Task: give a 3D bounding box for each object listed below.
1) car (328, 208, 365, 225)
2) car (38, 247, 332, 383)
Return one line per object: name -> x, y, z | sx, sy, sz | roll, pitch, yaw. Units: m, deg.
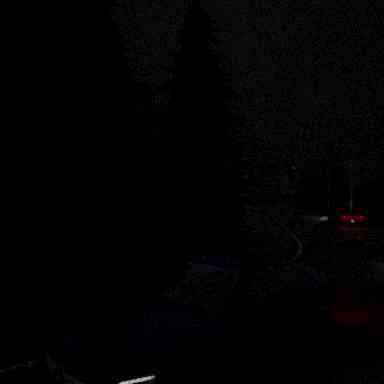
car -> 12.826, 2.013, 27.952 | 1.895, 1.301, 4.718 | 0, -1, 10
car -> 0.398, 1.581, 4.625 | 1.812, 1.442, 4.674 | 0, -1, 43
